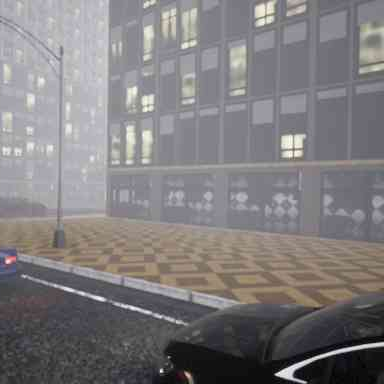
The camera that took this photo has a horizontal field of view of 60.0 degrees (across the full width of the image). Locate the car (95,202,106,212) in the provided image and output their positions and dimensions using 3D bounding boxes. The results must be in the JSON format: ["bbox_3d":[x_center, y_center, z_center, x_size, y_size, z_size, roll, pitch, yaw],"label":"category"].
[{"bbox_3d":[-9.428,1.713,40.277,1.752,1.417,4.829,1,0,37],"label":"car"}]

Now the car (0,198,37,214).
[{"bbox_3d":[-19.771,1.466,36.022,1.882,1.535,5.008,1,0,37],"label":"car"}]

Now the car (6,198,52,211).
[{"bbox_3d":[-19.722,1.494,40.455,1.752,1.417,4.829,1,0,37],"label":"car"}]

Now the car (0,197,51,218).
[{"bbox_3d":[-16.238,1.402,31.075,2.192,1.841,5.009,1,0,37],"label":"car"}]

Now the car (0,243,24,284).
[{"bbox_3d":[-6.273,1.507,8.173,5.357,1.411,2.033,0,0,36],"label":"car"}]

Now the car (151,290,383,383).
[{"bbox_3d":[1.874,1.505,2.347,4.892,1.490,1.837,0,0,35],"label":"car"}]
